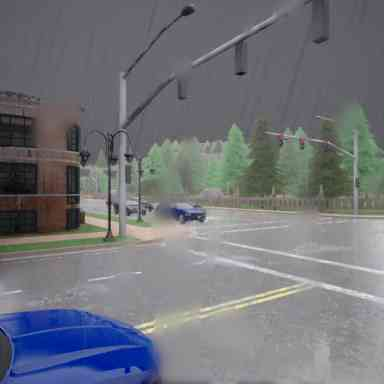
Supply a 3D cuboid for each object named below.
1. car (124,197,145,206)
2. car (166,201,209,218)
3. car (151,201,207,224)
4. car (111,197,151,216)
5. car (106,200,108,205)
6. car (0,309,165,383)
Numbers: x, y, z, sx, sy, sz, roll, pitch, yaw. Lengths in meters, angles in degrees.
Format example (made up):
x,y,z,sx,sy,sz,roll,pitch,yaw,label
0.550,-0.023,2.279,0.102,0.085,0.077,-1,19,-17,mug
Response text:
x,y,z,sx,sy,sz,roll,pitch,yaw,label
-9.828,1.526,56.668,1.812,1.442,4.674,0,0,-35,car
-0.491,1.564,30.776,1.994,1.385,4.181,0,0,-35,car
-0.919,1.478,25.274,1.882,1.535,5.008,0,0,-35,car
-6.195,1.526,32.833,1.812,1.442,4.674,0,0,-35,car
-12.626,1.564,54.562,1.994,1.385,4.181,0,0,-35,car
-2.501,1.478,1.957,5.008,1.535,1.882,0,0,-36,car
